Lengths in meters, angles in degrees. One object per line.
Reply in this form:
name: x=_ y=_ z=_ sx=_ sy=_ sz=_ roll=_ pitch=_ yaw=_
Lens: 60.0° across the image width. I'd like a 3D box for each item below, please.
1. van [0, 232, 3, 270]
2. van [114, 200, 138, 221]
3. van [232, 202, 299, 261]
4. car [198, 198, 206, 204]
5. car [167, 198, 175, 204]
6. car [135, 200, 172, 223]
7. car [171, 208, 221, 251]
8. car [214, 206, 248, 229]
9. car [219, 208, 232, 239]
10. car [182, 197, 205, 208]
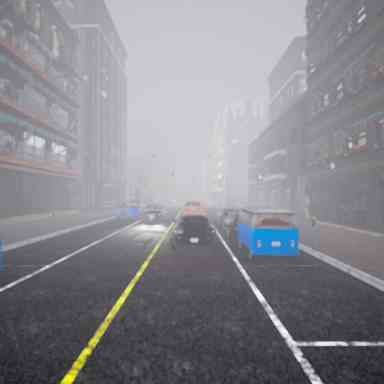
van: x=-5.686 y=1.398 z=6.865 sx=1.690 sy=1.788 sz=3.998 roll=0 pitch=0 yaw=0
van: x=-5.687 y=1.592 z=29.511 sx=1.690 sy=1.788 sz=3.998 roll=0 pitch=-1 yaw=0
van: x=2.695 y=1.446 z=12.528 sx=1.690 sy=1.788 sz=3.998 roll=0 pitch=0 yaw=0
car: x=2.687 y=2.383 z=90.187 sx=1.887 sy=1.381 sz=4.507 roll=0 pitch=-1 yaw=0
car: x=-5.693 y=2.345 z=84.557 sx=1.947 sy=1.339 sz=4.313 roll=0 pitch=-1 yaw=0
car: x=-3.102 y=1.729 z=27.952 sx=2.128 sy=1.511 sz=4.902 roll=0 pitch=-1 yaw=0
car: x=0.092 y=1.649 z=14.708 sx=1.812 sy=1.442 sz=4.674 roll=0 pitch=0 yaw=0
car: x=2.692 y=1.768 z=23.850 sx=1.947 sy=1.339 sz=4.313 roll=0 pitch=-1 yaw=0
car: x=2.693 y=1.719 z=18.187 sx=1.947 sy=1.339 sz=4.313 roll=0 pitch=0 yaw=0
car: x=0.094 y=1.635 z=33.099 sx=2.097 sy=1.767 sz=4.553 roll=0 pitch=0 yaw=0
